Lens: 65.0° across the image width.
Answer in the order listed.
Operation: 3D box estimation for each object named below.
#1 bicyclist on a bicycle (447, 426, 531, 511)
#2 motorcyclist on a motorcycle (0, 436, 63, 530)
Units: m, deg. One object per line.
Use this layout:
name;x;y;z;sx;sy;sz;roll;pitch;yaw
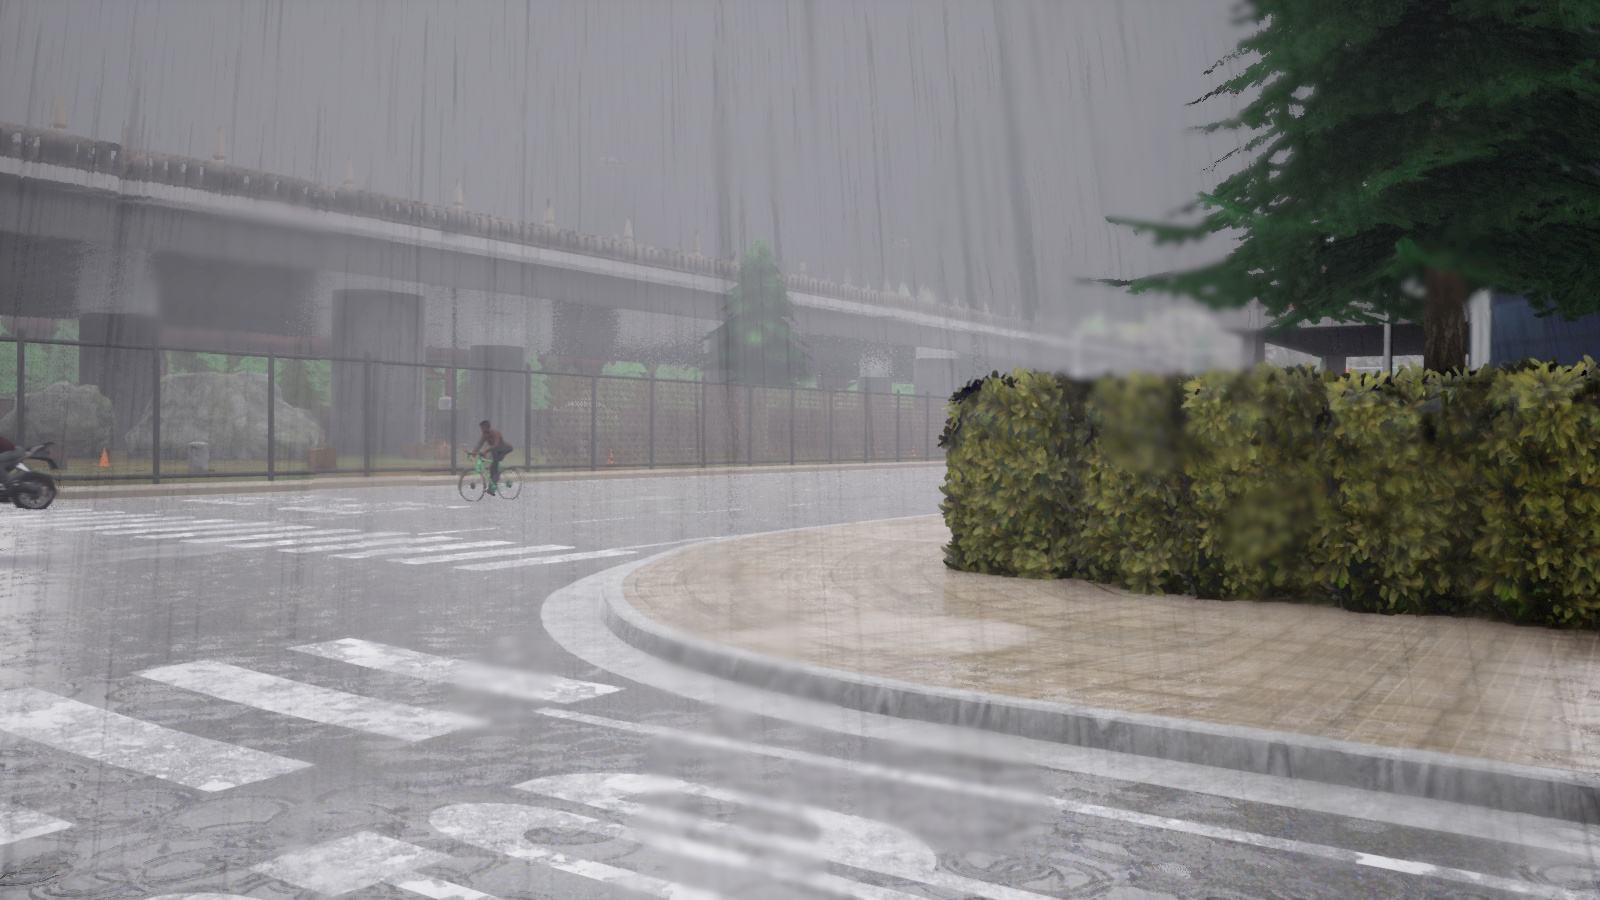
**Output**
bicyclist on a bicycle;-6.173;0.343;25.006;0.582;1.620;1.656;0;1;33
motorcyclist on a motorcycle;-13.546;0.551;20.730;0.866;1.530;2.191;-1;0;41
